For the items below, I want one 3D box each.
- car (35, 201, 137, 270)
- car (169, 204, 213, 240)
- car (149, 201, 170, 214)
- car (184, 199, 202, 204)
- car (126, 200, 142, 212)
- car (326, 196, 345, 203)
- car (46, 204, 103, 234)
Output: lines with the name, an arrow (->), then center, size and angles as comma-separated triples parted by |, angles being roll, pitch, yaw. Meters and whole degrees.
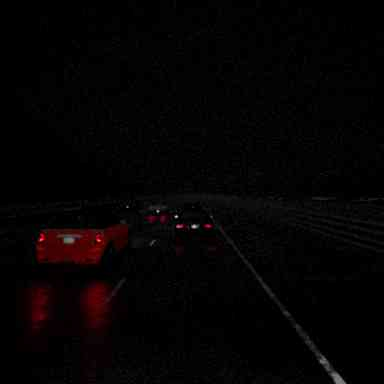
car -> -3.394, 1.353, 11.310 | 2.097, 1.767, 4.553 | 1, 0, 0
car -> 0.099, 1.559, 17.053 | 2.033, 1.411, 5.357 | 0, 0, 0
car -> -3.402, 1.637, 35.607 | 1.895, 1.301, 4.718 | 0, 0, 0
car -> 0.100, 1.519, 38.696 | 1.882, 1.535, 5.008 | 0, 0, 0
car -> -6.902, 1.603, 37.623 | 1.994, 1.385, 4.181 | 0, 0, 0
car -> 34.506, 1.804, 79.544 | 2.033, 1.649, 4.856 | 0, 0, -32
car -> -6.904, 1.541, 20.177 | 1.812, 1.442, 4.674 | 0, 0, 0
